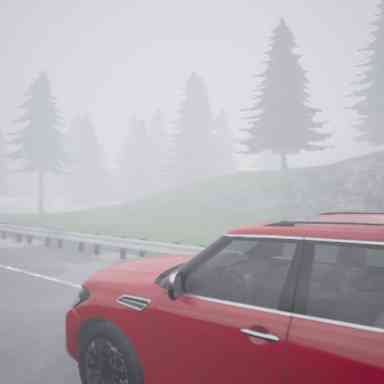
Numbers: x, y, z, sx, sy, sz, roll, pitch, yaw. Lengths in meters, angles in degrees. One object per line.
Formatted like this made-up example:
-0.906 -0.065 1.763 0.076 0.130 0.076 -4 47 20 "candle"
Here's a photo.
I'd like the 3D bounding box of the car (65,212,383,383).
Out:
1.170 1.222 3.157 5.566 2.045 2.150 0 0 36 "car"
